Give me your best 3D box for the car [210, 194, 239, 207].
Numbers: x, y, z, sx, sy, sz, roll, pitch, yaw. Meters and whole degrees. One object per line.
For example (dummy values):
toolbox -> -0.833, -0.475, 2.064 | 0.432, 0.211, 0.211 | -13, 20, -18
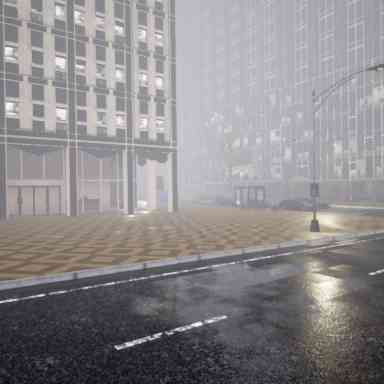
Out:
car -> 4.901, 1.318, 45.049 | 1.947, 1.339, 4.313 | -1, 1, -34

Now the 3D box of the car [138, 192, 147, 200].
car -> -11.154, 1.038, 68.495 | 2.008, 1.369, 4.403 | 0, 1, -35

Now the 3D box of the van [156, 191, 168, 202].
van -> -4.714, 0.936, 59.125 | 1.690, 1.788, 3.998 | 0, 1, -34

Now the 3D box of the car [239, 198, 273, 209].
car -> 8.073, 1.386, 40.333 | 1.802, 1.307, 4.206 | -1, 1, -34

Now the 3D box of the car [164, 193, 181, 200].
car -> -4.248, 0.934, 73.242 | 1.802, 1.307, 4.206 | 0, 1, -35

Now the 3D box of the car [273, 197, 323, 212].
car -> 11.279, 1.422, 35.638 | 1.947, 1.339, 4.313 | -1, 1, -35

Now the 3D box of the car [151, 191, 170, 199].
car -> -7.469, 0.613, 77.921 | 2.192, 1.841, 5.009 | 0, 1, -35

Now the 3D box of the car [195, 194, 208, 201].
car -> 2.192, 1.041, 63.874 | 1.802, 1.307, 4.206 | -1, 1, -35

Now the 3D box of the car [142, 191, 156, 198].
car -> -10.689, 0.684, 82.606 | 1.967, 1.590, 4.097 | 0, 1, -34

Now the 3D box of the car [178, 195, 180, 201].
car -> -4.189, 1.134, 63.101 | 1.994, 1.385, 4.181 | -1, 1, -34

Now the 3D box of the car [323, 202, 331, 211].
car -> 13.235, 1.315, 37.578 | 1.837, 1.490, 4.892 | -1, 1, -35

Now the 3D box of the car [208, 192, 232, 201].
car -> 4.913, 1.201, 49.694 | 1.812, 1.442, 4.674 | -1, 2, -35
